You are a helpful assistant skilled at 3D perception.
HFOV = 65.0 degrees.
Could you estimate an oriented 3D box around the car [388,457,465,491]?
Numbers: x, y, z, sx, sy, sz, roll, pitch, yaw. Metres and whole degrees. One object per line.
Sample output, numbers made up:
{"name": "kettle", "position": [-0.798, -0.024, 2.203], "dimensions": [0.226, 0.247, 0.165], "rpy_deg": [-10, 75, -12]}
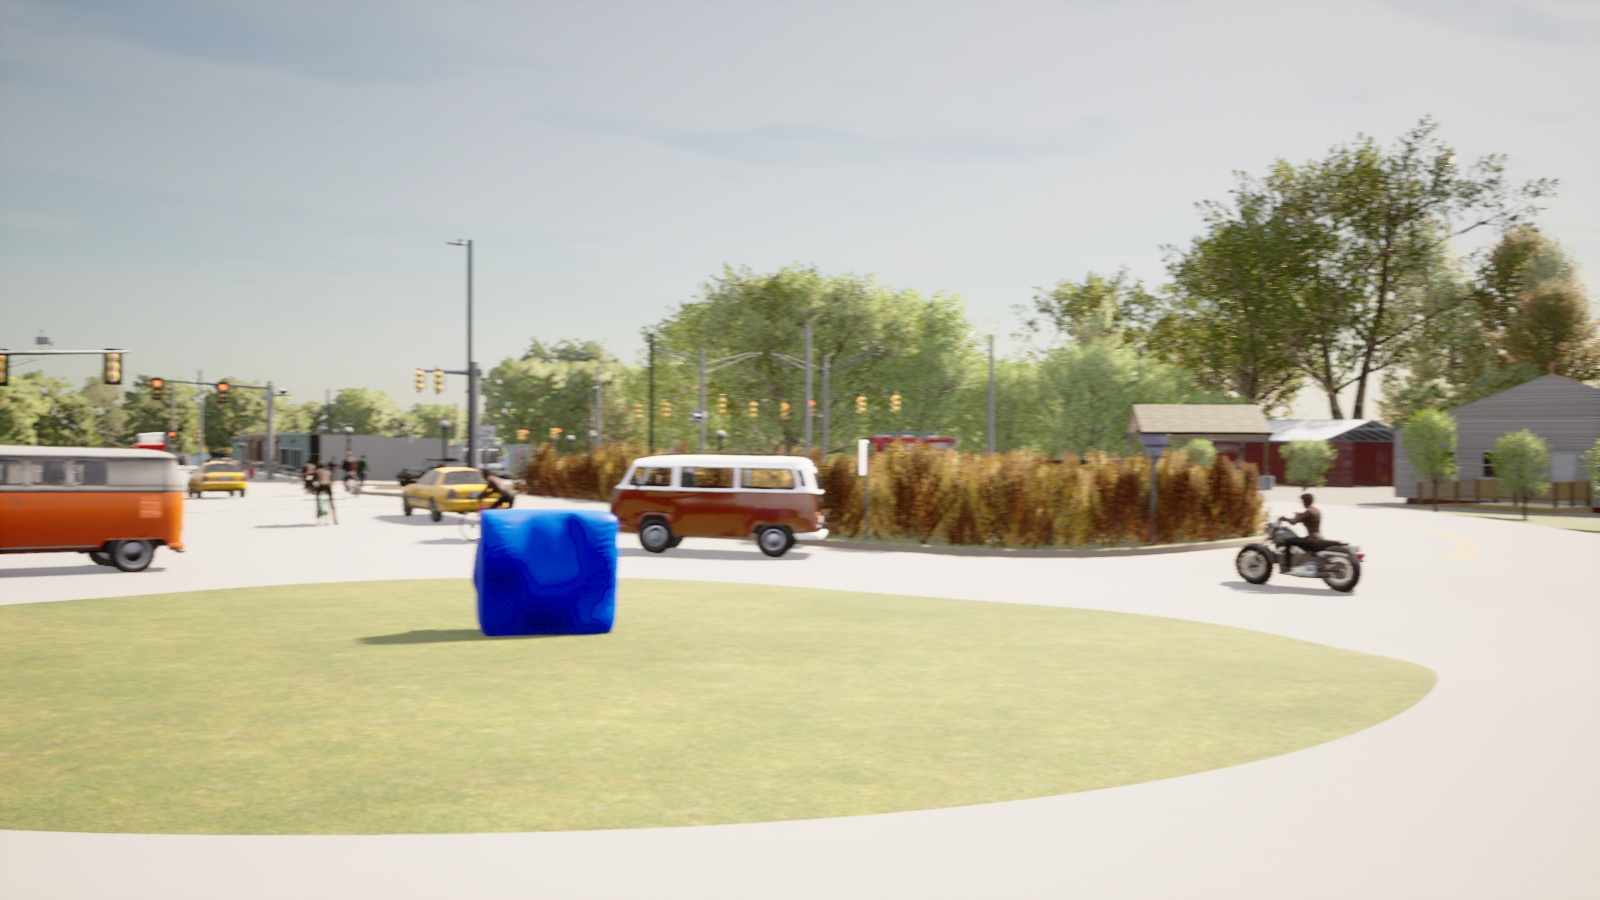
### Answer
{"name": "car", "position": [-21.856, 1.391, 73.579], "dimensions": [3.866, 1.878, 1.905], "rpy_deg": [2, -1, -36]}

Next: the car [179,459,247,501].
{"name": "car", "position": [-23.598, 1.203, 50.372], "dimensions": [1.801, 1.575, 5.366], "rpy_deg": [0, -1, -32]}

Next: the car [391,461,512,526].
{"name": "car", "position": [-9.819, 1.154, 35.028], "dimensions": [1.801, 1.575, 5.366], "rpy_deg": [0, 1, -32]}

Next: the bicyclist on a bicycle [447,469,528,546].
{"name": "bicyclist on a bicycle", "position": [-6.934, 1.261, 27.850], "dimensions": [1.656, 1.620, 0.582], "rpy_deg": [1, 1, 15]}

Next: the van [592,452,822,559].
{"name": "van", "position": [-1.860, 1.119, 26.245], "dimensions": [4.480, 2.038, 2.069], "rpy_deg": [1, -1, 5]}

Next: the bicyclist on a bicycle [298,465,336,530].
{"name": "bicyclist on a bicycle", "position": [-12.539, 1.202, 32.592], "dimensions": [0.582, 1.620, 1.656], "rpy_deg": [-1, 0, -32]}

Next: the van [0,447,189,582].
{"name": "van", "position": [-12.126, 0.967, 19.451], "dimensions": [4.442, 1.987, 1.775], "rpy_deg": [1, -2, -42]}

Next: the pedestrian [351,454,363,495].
{"name": "pedestrian", "position": [-20.627, 1.138, 58.501], "dimensions": [0.353, 1.847, 0.614], "rpy_deg": [0, 1, 1]}

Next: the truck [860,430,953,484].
{"name": "truck", "position": [7.815, 0.490, 93.463], "dimensions": [2.891, 3.827, 8.468], "rpy_deg": [-1, 1, -27]}

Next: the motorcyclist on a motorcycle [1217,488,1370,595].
{"name": "motorcyclist on a motorcycle", "position": [8.228, 1.481, 21.062], "dimensions": [0.766, 1.649, 2.350], "rpy_deg": [0, -1, -34]}

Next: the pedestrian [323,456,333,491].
{"name": "pedestrian", "position": [-25.914, 1.284, 68.994], "dimensions": [0.402, 1.930, 0.666], "rpy_deg": [0, 1, -30]}

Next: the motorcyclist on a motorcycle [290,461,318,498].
{"name": "motorcyclist on a motorcycle", "position": [-20.980, 1.242, 53.136], "dimensions": [0.797, 1.523, 2.044], "rpy_deg": [0, -1, -30]}
